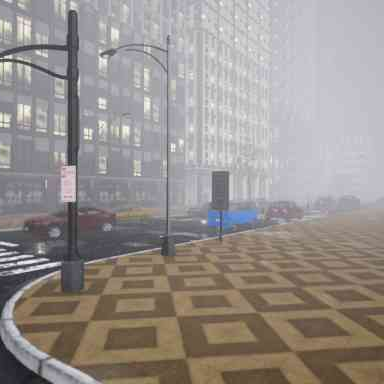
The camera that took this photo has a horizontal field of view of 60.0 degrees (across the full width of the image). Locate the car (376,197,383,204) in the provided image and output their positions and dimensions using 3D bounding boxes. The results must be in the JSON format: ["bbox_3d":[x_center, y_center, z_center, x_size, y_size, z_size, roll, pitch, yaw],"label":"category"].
[{"bbox_3d":[38.053,1.657,66.607,1.947,1.339,4.313,0,0,38],"label":"car"}]

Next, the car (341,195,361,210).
[{"bbox_3d":[21.098,1.368,44.554,2.192,1.841,5.009,0,0,38],"label":"car"}]

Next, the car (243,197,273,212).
[{"bbox_3d":[8.069,1.470,40.536,1.967,1.590,4.097,0,0,38],"label":"car"}]

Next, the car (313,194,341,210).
[{"bbox_3d":[17.907,1.399,44.449,2.097,1.767,4.553,0,0,38],"label":"car"}]

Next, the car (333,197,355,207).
[{"bbox_3d":[23.956,1.551,52.312,2.128,1.511,4.902,0,0,37],"label":"car"}]

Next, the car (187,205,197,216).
[{"bbox_3d":[1.287,1.603,31.714,1.802,1.307,4.206,0,0,38],"label":"car"}]

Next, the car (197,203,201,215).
[{"bbox_3d":[2.813,1.550,29.642,1.812,1.442,4.674,0,0,38],"label":"car"}]

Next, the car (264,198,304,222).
[{"bbox_3d":[7.534,1.472,26.910,1.967,1.590,4.097,0,0,38],"label":"car"}]

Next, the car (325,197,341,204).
[{"bbox_3d":[28.416,1.623,67.001,2.008,1.369,4.403,0,0,38],"label":"car"}]

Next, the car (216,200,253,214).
[{"bbox_3d":[4.678,1.570,36.125,1.887,1.381,4.507,0,0,38],"label":"car"}]

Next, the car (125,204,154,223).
[{"bbox_3d":[-4.816,1.540,23.987,1.752,1.417,4.829,0,0,38],"label":"car"}]

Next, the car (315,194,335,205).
[{"bbox_3d":[25.025,1.380,62.591,2.192,1.841,5.009,0,0,38],"label":"car"}]

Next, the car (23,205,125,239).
[{"bbox_3d":[-6.325,1.492,17.805,1.882,1.535,5.008,0,0,39],"label":"car"}]

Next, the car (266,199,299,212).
[{"bbox_3d":[11.062,1.583,40.331,2.033,1.411,5.357,0,0,38],"label":"car"}]

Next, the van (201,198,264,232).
[{"bbox_3d":[2.576,1.367,20.278,1.690,1.788,3.998,0,0,38],"label":"van"}]
